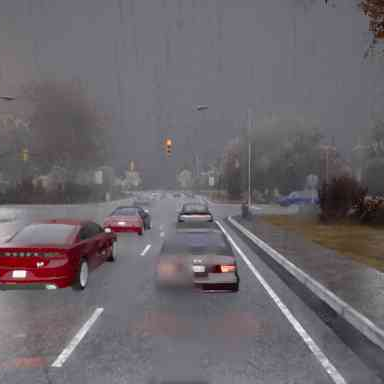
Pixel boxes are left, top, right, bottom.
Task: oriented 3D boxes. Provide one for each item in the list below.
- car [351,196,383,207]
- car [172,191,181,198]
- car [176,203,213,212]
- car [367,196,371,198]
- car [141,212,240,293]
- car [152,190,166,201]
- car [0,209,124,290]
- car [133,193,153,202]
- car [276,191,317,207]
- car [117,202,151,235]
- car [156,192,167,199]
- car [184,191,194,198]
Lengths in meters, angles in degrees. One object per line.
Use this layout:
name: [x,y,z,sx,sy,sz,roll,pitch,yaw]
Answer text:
car: [24.093,1.216,43.784,5.357,1.411,2.033,0,1,-3]
car: [-3.936,0.786,86.115,1.895,1.301,4.718,0,1,-4]
car: [0.141,1.380,18.632,2.128,1.511,4.902,0,0,-1]
car: [20.855,1.211,36.384,5.008,1.535,1.882,0,0,-3]
car: [0.106,1.516,8.940,2.033,1.411,5.357,0,0,0]
car: [-6.999,0.680,66.824,2.150,2.045,5.566,0,0,0]
car: [-3.392,1.445,9.014,1.882,1.535,5.008,0,0,0]
car: [-7.067,1.242,46.942,1.895,1.301,4.718,0,0,0]
car: [13.792,0.895,43.207,5.566,2.045,2.150,0,1,-4]
car: [-3.387,1.458,18.001,1.994,1.385,4.181,0,1,0]
car: [-7.114,0.850,77.418,2.128,1.511,4.902,0,1,-1]
car: [-0.436,0.714,86.199,2.128,1.511,4.902,0,1,-4]
